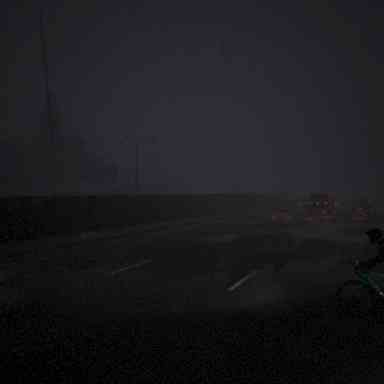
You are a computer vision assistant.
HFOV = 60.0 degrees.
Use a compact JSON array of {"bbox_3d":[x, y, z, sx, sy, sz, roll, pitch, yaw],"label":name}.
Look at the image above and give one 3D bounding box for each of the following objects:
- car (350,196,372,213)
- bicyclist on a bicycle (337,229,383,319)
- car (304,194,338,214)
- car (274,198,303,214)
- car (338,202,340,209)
[{"bbox_3d":[19.007,1.505,37.457,1.837,1.490,4.892,0,0,28],"label":"car"},{"bbox_3d":[3.306,1.455,5.645,1.656,1.620,0.582,-3,-2,40],"label":"bicyclist on a bicycle"},{"bbox_3d":[13.660,1.221,35.051,2.150,2.045,5.566,0,0,29],"label":"car"},{"bbox_3d":[10.240,1.478,35.937,1.882,1.535,5.008,0,0,28],"label":"car"},{"bbox_3d":[18.224,1.601,43.538,1.895,1.301,4.718,0,0,29],"label":"car"}]
